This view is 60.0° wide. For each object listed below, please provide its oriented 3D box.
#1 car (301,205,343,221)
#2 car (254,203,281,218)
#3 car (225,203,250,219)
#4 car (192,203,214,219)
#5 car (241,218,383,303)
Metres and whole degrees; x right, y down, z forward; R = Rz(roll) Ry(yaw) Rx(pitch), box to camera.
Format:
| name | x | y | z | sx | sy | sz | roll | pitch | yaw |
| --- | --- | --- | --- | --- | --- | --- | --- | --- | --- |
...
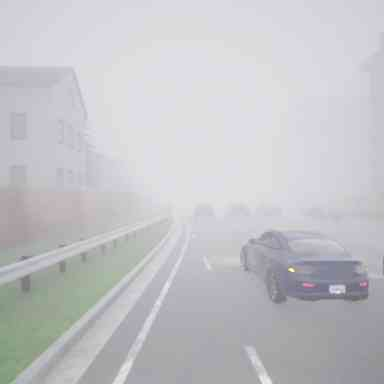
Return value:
| name | x | y | z | sx | sy | sz | roll | pitch | yaw |
| --- | --- | --- | --- | --- | --- | --- | --- | --- | --- |
| car | 11.789 | 1.894 | 30.505 | 2.033 | 1.411 | 5.357 | 0 | -1 | -3 |
| car | 8.023 | 1.919 | 35.160 | 1.812 | 1.442 | 4.674 | 0 | -1 | -3 |
| car | 4.592 | 1.880 | 33.830 | 1.837 | 1.490 | 4.892 | 0 | -1 | -3 |
| car | 1.119 | 1.870 | 33.241 | 1.837 | 1.490 | 4.892 | 0 | -1 | -3 |
| car | 2.512 | 1.621 | 8.339 | 1.812 | 1.442 | 4.674 | 0 | -1 | -3 |
